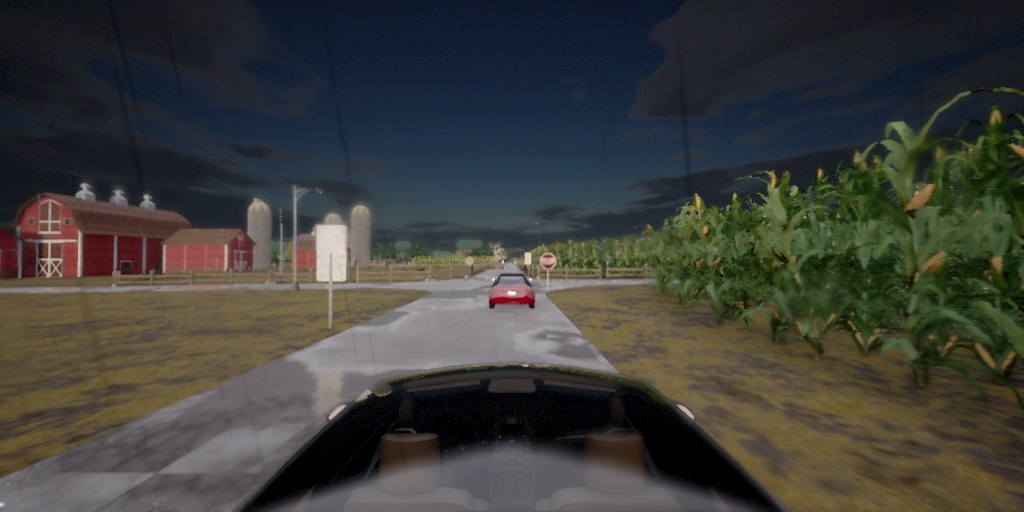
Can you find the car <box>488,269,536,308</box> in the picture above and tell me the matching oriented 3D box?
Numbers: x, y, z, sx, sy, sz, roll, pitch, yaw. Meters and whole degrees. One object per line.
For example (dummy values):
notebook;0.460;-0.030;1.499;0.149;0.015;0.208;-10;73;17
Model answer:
car;0.000;1.468;16.163;1.994;1.385;4.181;0;-1;0
